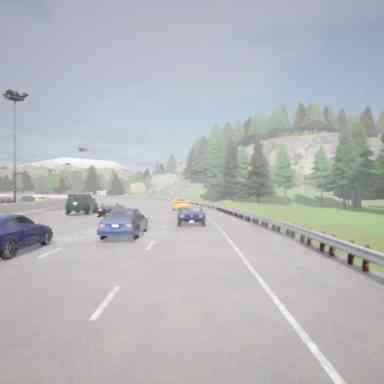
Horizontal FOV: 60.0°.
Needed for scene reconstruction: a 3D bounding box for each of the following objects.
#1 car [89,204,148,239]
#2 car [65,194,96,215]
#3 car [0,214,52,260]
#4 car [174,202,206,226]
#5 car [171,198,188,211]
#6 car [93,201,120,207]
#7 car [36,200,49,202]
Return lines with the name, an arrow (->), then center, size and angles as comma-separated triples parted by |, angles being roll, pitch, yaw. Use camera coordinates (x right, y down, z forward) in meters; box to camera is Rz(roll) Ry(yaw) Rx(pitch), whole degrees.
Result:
car -> -3.440, 1.548, 17.261 | 2.033, 1.411, 5.357 | 0, 0, -1
car -> -11.279, 1.223, 34.094 | 2.150, 2.045, 5.566 | 0, 0, -5
car -> -6.908, 1.526, 12.333 | 1.812, 1.442, 4.674 | 0, 0, 0
car -> -0.106, 1.602, 23.580 | 1.895, 1.301, 4.718 | 0, 0, -2
car -> -1.510, 1.479, 41.385 | 1.882, 1.535, 5.008 | 0, 0, -7
car -> -7.532, 1.602, 31.124 | 1.895, 1.301, 4.718 | 0, 0, -4
car -> -25.373, 1.480, 56.614 | 1.882, 1.535, 5.008 | 0, 0, -11
